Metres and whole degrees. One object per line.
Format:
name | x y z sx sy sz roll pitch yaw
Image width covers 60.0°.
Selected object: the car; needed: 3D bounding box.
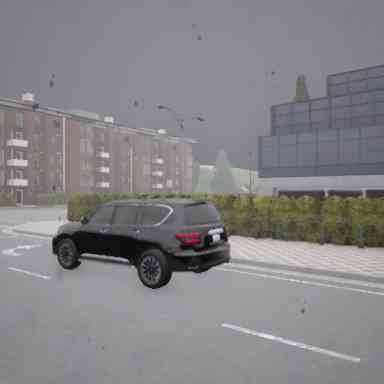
car | -1.603 1.215 9.420 5.566 2.045 2.150 -1 -1 35
